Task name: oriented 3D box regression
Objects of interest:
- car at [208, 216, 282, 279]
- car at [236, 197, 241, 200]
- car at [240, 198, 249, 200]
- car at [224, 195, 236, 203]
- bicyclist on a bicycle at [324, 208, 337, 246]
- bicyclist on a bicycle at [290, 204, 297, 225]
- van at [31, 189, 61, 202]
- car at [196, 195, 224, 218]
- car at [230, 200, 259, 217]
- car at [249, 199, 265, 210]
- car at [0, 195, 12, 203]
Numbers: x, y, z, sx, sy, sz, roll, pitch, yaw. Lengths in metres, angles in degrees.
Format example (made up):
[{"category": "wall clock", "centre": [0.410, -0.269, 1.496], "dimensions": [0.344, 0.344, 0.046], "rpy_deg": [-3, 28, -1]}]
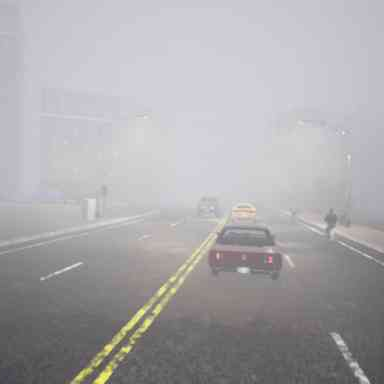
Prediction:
[{"category": "car", "centre": [1.682, 1.706, 10.588], "dimensions": [1.895, 1.301, 4.718], "rpy_deg": [2, 0, 9]}, {"category": "car", "centre": [13.554, 2.335, 93.045], "dimensions": [1.812, 1.442, 4.674], "rpy_deg": [2, 0, 2]}, {"category": "car", "centre": [12.331, 2.250, 72.626], "dimensions": [2.033, 1.411, 5.357], "rpy_deg": [2, 0, 4]}, {"category": "car", "centre": [10.278, 2.067, 92.381], "dimensions": [2.097, 1.767, 4.553], "rpy_deg": [2, 0, 3]}, {"category": "bicyclist on a bicycle", "centre": [6.680, 1.659, 16.143], "dimensions": [0.659, 1.776, 1.843], "rpy_deg": [2, 0, 9]}, {"category": "bicyclist on a bicycle", "centre": [8.311, 1.843, 27.091], "dimensions": [0.582, 1.620, 1.656], "rpy_deg": [2, -1, 8]}, {"category": "van", "centre": [-21.011, 0.466, 48.290], "dimensions": [3.998, 1.788, 1.690], "rpy_deg": [3, -1, -22]}, {"category": "car", "centre": [1.799, 1.443, 34.089], "dimensions": [2.150, 2.045, 5.566], "rpy_deg": [2, -1, 8]}, {"category": "car", "centre": [4.450, 1.754, 28.698], "dimensions": [1.882, 1.535, 5.008], "rpy_deg": [2, 0, 8]}, {"category": "car", "centre": [10.878, 2.158, 55.173], "dimensions": [1.994, 1.385, 4.181], "rpy_deg": [2, 0, 6]}, {"category": "car", "centre": [-23.202, 0.569, 38.369], "dimensions": [4.206, 1.307, 1.802], "rpy_deg": [3, -1, -22]}]
